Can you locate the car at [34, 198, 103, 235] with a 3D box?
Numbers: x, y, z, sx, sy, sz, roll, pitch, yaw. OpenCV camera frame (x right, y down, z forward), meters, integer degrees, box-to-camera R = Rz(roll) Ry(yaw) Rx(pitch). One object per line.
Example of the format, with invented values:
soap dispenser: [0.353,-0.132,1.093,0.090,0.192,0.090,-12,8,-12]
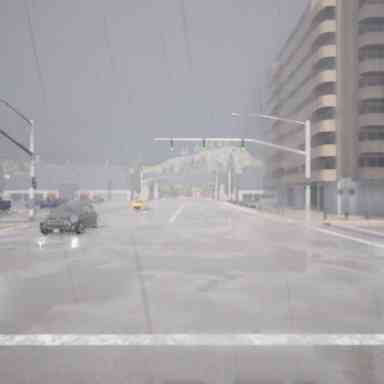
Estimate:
car: [-7.022,1.442,19.454,2.097,1.767,4.553,0,0,0]

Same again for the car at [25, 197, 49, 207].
car: [-26.776,1.756,56.957,1.970,1.475,3.806,0,0,0]

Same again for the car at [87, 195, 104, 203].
car: [-21.135,1.623,74.358,1.932,1.855,4.605,0,0,0]

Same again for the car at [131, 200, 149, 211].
car: [-7.053,1.773,45.220,1.882,1.535,5.008,0,0,0]

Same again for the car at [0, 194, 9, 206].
car: [-43.653,1.627,74.428,1.905,1.878,3.866,0,0,0]

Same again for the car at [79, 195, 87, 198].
car: [-24.029,1.627,74.419,1.905,1.878,3.866,0,0,0]
